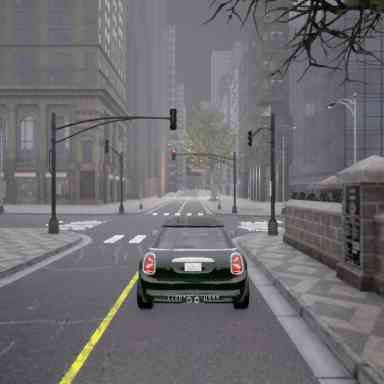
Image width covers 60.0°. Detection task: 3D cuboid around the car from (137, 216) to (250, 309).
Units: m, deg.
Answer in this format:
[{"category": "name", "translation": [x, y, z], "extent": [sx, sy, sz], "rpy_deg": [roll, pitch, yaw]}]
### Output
[{"category": "car", "translation": [0.034, 1.352, 8.041], "extent": [2.097, 1.767, 4.553], "rpy_deg": [0, 0, 0]}]
